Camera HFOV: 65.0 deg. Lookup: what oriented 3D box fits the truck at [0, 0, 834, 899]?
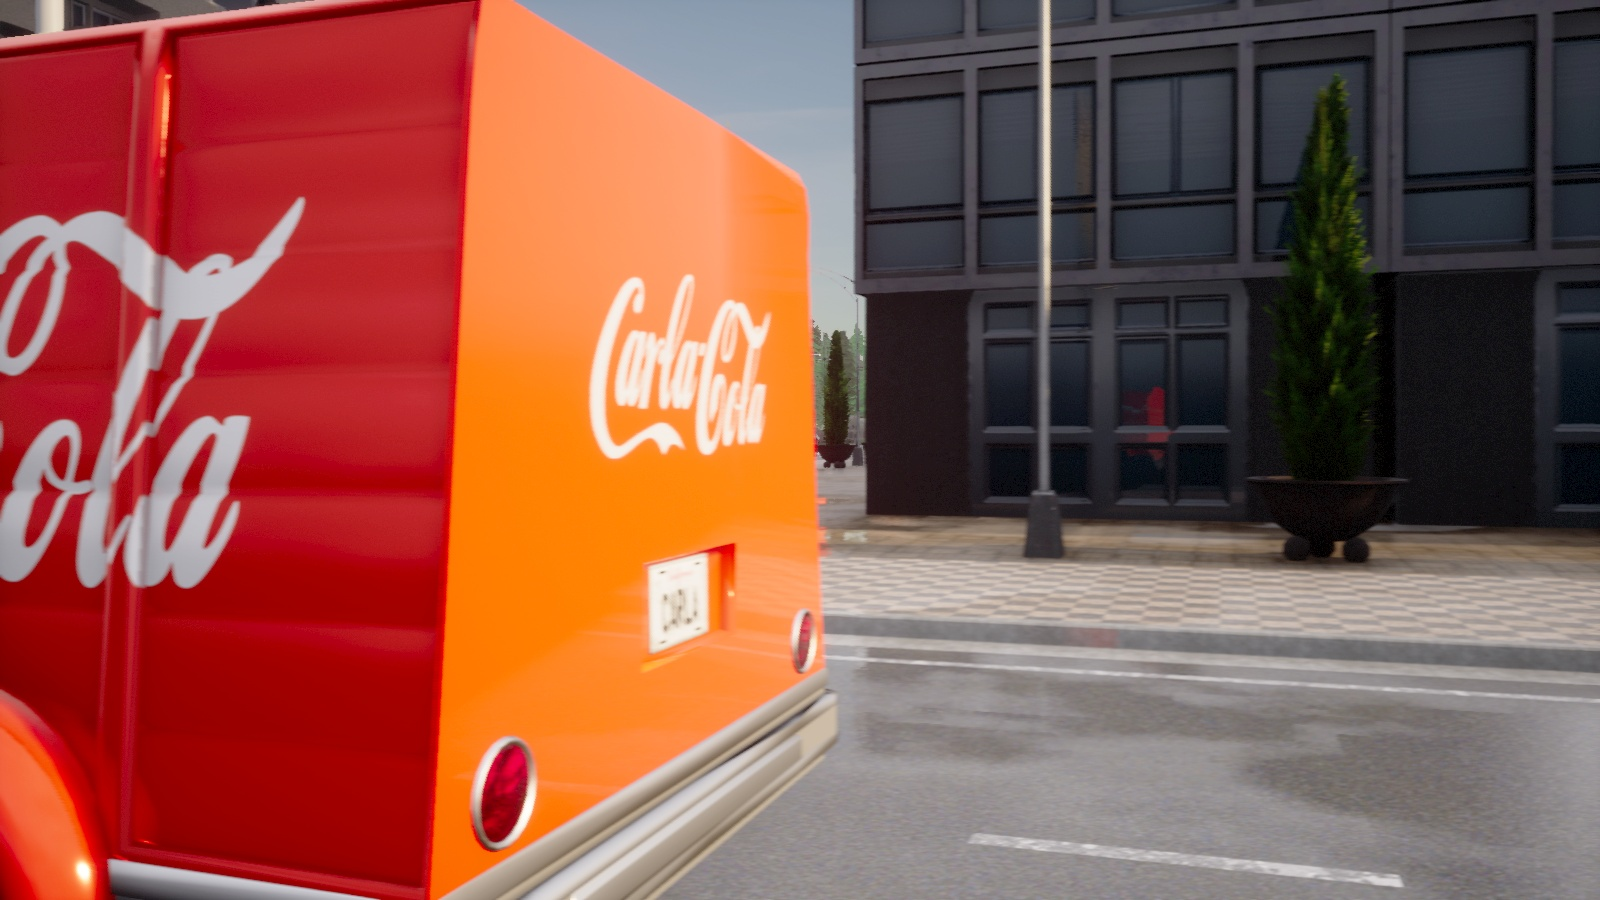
[{"bbox_3d":[-2.768,0.263,4.118,5.204,2.467,2.627,1,1,19],"label":"truck"}]
